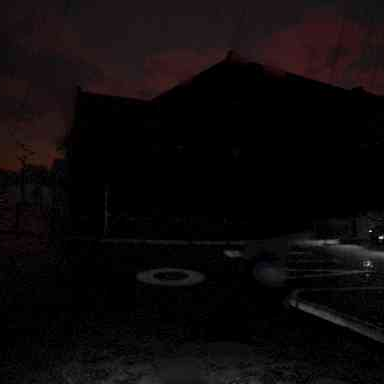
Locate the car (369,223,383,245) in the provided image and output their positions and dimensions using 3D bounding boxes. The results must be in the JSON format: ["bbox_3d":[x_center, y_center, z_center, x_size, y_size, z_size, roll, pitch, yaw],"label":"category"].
[{"bbox_3d":[10.210,1.709,14.947,4.892,1.490,1.837,1,1,-23],"label":"car"}]

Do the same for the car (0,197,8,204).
[{"bbox_3d":[-36.475,1.610,63.478,1.895,1.301,4.718,2,-2,-21],"label":"car"}]
